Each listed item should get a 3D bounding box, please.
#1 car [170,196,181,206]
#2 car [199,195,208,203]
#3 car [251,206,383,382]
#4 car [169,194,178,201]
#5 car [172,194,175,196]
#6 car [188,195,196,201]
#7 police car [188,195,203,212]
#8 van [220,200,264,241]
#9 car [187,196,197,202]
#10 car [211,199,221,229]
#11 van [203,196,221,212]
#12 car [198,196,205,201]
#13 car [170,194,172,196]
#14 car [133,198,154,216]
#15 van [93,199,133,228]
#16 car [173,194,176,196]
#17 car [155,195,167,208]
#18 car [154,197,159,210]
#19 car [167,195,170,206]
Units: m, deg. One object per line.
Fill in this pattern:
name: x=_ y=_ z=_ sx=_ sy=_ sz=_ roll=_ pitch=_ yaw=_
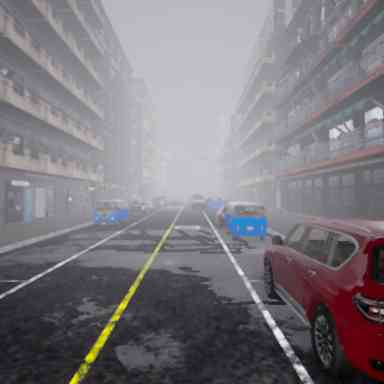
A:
car: x=-2.815 y=1.723 z=57.052 sx=1.895 sy=1.301 sz=4.718 roll=0 pitch=0 yaw=1
car: x=2.566 y=1.604 z=77.626 sx=1.967 sy=1.590 sz=4.097 roll=1 pitch=0 yaw=0
car: x=2.576 y=1.328 z=5.487 sx=2.192 sy=1.841 sz=5.009 roll=1 pitch=0 yaw=0
car: x=-5.315 y=1.510 z=94.251 sx=2.192 sy=1.841 sz=5.009 roll=1 pitch=0 yaw=0
car: x=-5.316 y=1.734 z=72.055 sx=1.802 sy=1.307 sz=4.206 roll=1 pitch=0 yaw=0
car: x=-0.011 y=1.537 z=89.690 sx=1.882 sy=1.535 sz=5.008 roll=0 pitch=0 yaw=0
police car: x=0.820 y=1.513 z=39.692 sx=1.930 sy=1.638 sz=5.238 roll=0 pitch=0 yaw=0
van: x=2.574 y=1.379 z=16.586 sx=1.690 sy=1.788 sz=3.998 roll=1 pitch=0 yaw=0
car: x=-0.009 y=1.570 z=74.689 sx=2.033 sy=1.411 sz=5.357 roll=0 pitch=0 yaw=0
car: x=2.572 y=1.491 z=22.134 sx=1.967 sy=1.590 sz=4.097 roll=1 pitch=0 yaw=0
van: x=2.572 y=1.427 z=38.782 sx=1.690 sy=1.788 sz=3.998 roll=1 pitch=0 yaw=0
car: x=2.563 y=1.710 z=88.894 sx=1.752 sy=1.417 sz=4.829 roll=1 pitch=0 yaw=0
car: x=-5.311 y=1.446 z=60.958 sx=2.192 sy=1.841 sz=5.009 roll=1 pitch=0 yaw=0
car: x=-5.309 y=1.514 z=33.212 sx=1.967 sy=1.590 sz=4.097 roll=1 pitch=0 yaw=0
van: x=-5.307 y=1.391 z=22.114 sx=1.690 sy=1.788 sz=3.998 roll=1 pitch=0 yaw=0
car: x=-5.316 y=1.699 z=82.983 sx=1.752 sy=1.417 sz=4.829 roll=1 pitch=0 yaw=0
car: x=-5.311 y=1.548 z=49.859 sx=1.967 sy=1.590 sz=4.097 roll=1 pitch=0 yaw=0
car: x=-5.311 y=1.610 z=38.591 sx=1.752 sy=1.417 sz=4.829 roll=1 pitch=0 yaw=0
car: x=-5.310 y=1.434 z=55.408 sx=2.192 sy=1.841 sz=5.009 roll=1 pitch=0 yaw=0
